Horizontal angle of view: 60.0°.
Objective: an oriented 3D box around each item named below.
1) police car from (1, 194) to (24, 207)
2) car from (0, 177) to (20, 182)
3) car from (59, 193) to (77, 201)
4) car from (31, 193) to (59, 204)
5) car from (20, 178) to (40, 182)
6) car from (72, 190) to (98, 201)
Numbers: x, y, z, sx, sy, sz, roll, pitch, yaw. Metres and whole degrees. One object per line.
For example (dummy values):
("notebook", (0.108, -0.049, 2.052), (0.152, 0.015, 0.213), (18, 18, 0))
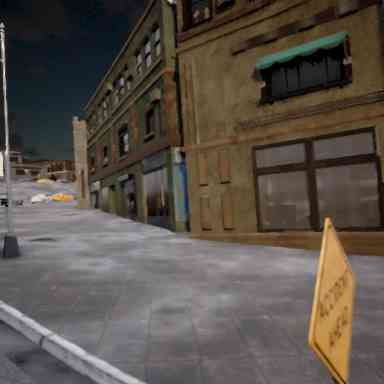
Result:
("police car", (-22.742, 1.066, 41.514), (1.930, 1.638, 5.238), (-3, 1, -5))
("car", (-45.252, -2.746, 80.194), (2.231, 1.521, 4.892), (-6, -3, 35))
("car", (-22.107, 0.888, 56.632), (1.882, 1.535, 5.008), (-4, 0, 10))
("car", (-22.815, 1.033, 50.950), (1.812, 1.442, 4.674), (-4, 1, 4))
("car", (-42.161, -2.704, 84.801), (2.002, 1.452, 4.674), (-6, -3, 34))
("car", (-22.631, 0.678, 70.669), (2.150, 2.045, 5.566), (-5, 0, 20))
